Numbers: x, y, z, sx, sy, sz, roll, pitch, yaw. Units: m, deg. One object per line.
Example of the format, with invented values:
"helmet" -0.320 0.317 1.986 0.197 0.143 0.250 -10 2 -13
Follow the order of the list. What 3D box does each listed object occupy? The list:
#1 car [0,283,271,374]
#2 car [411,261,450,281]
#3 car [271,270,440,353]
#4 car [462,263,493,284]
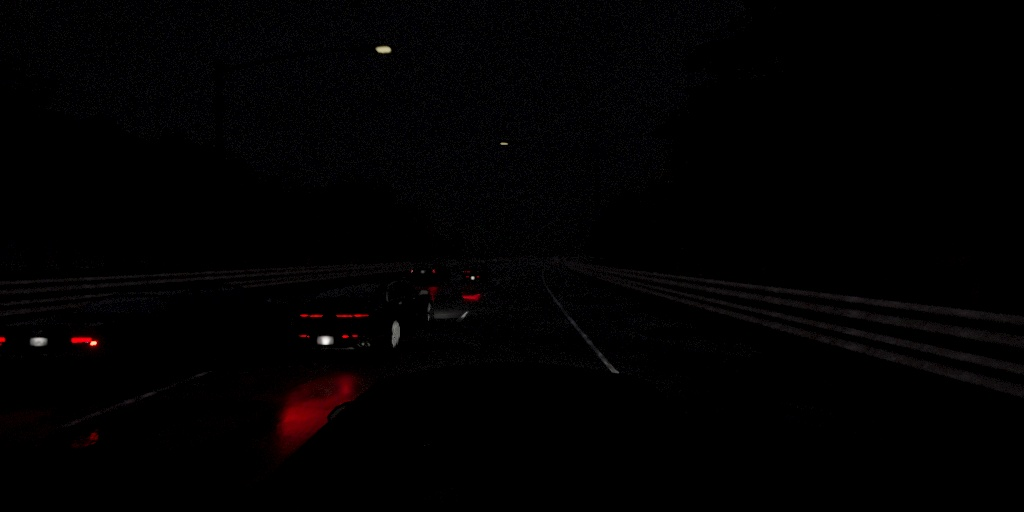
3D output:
"car" -6.841 1.300 7.719 2.033 1.411 5.357 0 0 1
"car" -6.147 1.136 27.266 2.097 1.767 4.553 0 0 3
"car" -3.315 1.263 8.862 1.837 1.490 4.892 0 0 1
"car" -2.625 1.293 27.621 1.837 1.490 4.892 0 0 3
